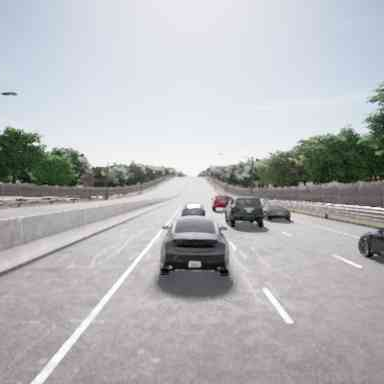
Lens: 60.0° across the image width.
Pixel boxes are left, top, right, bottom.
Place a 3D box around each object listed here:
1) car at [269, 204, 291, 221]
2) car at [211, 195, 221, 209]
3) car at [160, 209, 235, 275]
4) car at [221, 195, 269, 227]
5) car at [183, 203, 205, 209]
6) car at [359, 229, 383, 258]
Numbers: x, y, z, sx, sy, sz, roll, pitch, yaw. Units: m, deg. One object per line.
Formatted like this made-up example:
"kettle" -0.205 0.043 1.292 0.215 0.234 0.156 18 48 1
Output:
"car" 7.134 1.703 28.972 1.994 1.385 4.181 1 0 0
"car" 3.674 1.360 42.114 2.150 2.045 5.566 1 0 0
"car" 0.081 1.510 10.487 1.837 1.490 4.892 1 0 0
"car" 3.625 1.299 23.779 2.150 2.045 5.566 1 0 0
"car" 0.134 1.600 28.483 1.994 1.385 4.181 1 0 0
"car" 7.079 1.633 10.375 1.812 1.442 4.674 1 0 0
